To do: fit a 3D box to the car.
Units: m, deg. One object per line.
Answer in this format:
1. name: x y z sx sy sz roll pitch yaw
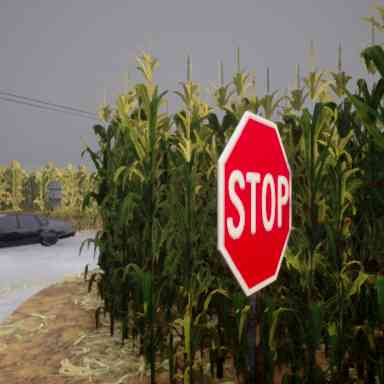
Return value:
1. car: -7.233 1.530 12.891 2.033 1.411 5.357 0 0 36
